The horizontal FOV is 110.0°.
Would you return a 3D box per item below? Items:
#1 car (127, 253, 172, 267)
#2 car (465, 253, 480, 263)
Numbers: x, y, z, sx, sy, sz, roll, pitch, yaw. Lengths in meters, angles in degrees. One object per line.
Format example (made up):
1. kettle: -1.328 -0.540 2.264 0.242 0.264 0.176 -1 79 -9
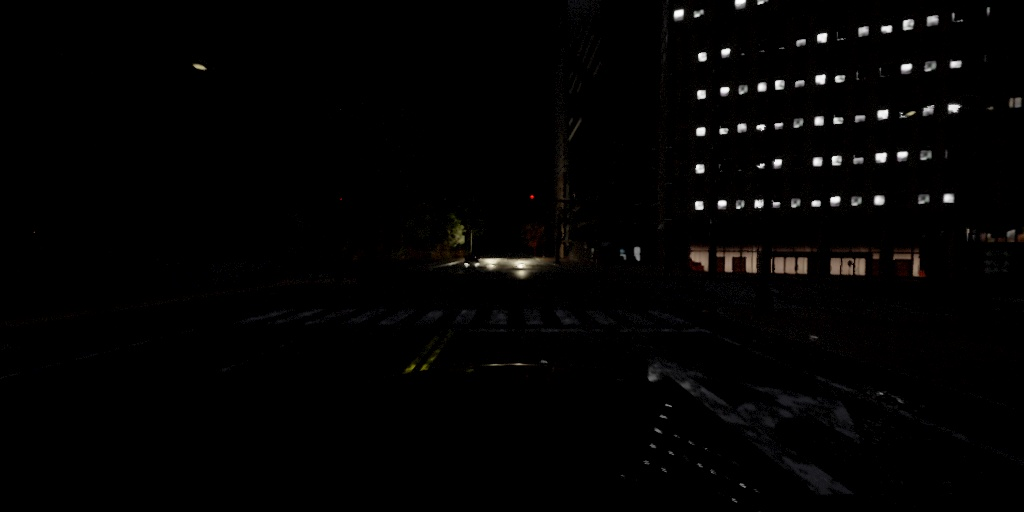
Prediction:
1. car: -36.200 0.503 35.796 4.892 1.490 1.837 1 3 21
2. car: -6.510 0.273 58.858 2.097 1.767 4.553 0 0 0
